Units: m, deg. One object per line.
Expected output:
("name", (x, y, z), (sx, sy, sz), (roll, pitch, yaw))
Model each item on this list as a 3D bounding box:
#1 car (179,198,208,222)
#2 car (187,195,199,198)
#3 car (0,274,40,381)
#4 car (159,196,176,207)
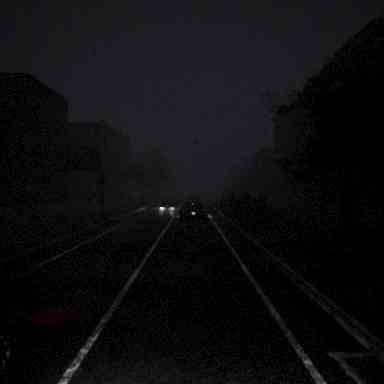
("car", (0.099, 1.362, 24.174), (1.994, 1.385, 4.181), (0, 1, 0))
("car", (0.099, 1.163, 41.883), (1.837, 1.490, 4.892), (0, 1, 0))
("car", (-3.098, 1.529, 2.466), (2.033, 1.411, 5.357), (0, 0, 0))
("car", (-3.094, 1.198, 42.999), (2.033, 1.411, 5.357), (0, 0, 0))
